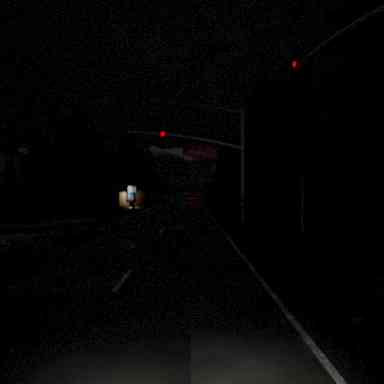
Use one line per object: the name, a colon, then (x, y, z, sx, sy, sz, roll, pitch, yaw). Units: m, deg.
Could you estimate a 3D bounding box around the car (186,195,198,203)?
car: (-0.005, 1.322, 61.571, 1.837, 1.490, 4.892, 0, 0, 0)
